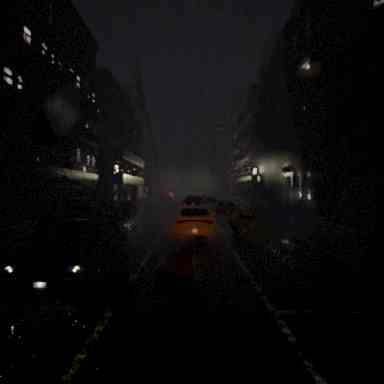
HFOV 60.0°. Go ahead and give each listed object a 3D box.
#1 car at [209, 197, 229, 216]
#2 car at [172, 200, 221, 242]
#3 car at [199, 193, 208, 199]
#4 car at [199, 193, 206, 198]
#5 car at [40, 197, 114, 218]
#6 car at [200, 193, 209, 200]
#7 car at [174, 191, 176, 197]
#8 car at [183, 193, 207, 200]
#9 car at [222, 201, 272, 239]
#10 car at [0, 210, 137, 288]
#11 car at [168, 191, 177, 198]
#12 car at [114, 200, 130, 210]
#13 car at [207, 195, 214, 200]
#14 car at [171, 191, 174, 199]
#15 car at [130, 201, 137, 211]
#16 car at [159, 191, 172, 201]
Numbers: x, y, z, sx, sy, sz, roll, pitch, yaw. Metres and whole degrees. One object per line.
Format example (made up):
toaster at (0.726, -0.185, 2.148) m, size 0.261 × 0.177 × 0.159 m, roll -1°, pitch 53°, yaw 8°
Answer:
car at (2.712, 1.346, 27.613) m, size 1.887 × 1.381 × 4.507 m, roll 0°, pitch 0°, yaw 0°
car at (0.111, 1.365, 15.632) m, size 1.882 × 1.535 × 5.008 m, roll 0°, pitch 0°, yaw 0°
car at (2.752, 0.998, 78.338) m, size 1.947 × 1.339 × 4.313 m, roll 0°, pitch 0°, yaw 0°
car at (2.761, 0.931, 89.610) m, size 1.802 × 1.307 × 4.206 m, roll 0°, pitch 0°, yaw 0°
car at (-5.676, 1.197, 16.350) m, size 2.192 × 1.841 × 5.009 m, roll 0°, pitch 0°, yaw 0°
car at (2.748, 0.998, 72.871) m, size 1.752 × 1.417 × 4.829 m, roll 0°, pitch 0°, yaw 0°
car at (-5.624, 0.935, 83.984) m, size 1.887 × 1.381 × 4.507 m, roll 0°, pitch 0°, yaw 0°
car at (0.124, 1.115, 32.946) m, size 2.097 × 1.767 × 4.553 m, roll 0°, pitch 0°, yaw 0°
car at (2.703, 1.407, 16.511) m, size 1.752 × 1.417 × 4.829 m, roll 0°, pitch 0°, yaw 0°
car at (-3.093, 1.479, 9.417) m, size 2.033 × 1.411 × 5.357 m, roll 0°, pitch 0°, yaw 0°
car at (-5.615, 0.622, 95.255) m, size 2.192 × 1.841 × 5.009 m, roll 0°, pitch 0°, yaw 0°
car at (-5.673, 1.282, 21.986) m, size 1.967 × 1.590 × 4.097 m, roll 0°, pitch 0°, yaw 0°
car at (2.730, 1.189, 50.157) m, size 2.008 × 1.369 × 4.403 m, roll 0°, pitch 0°, yaw 0°
car at (-5.634, 1.024, 72.712) m, size 2.008 × 1.369 × 4.403 m, roll 0°, pitch 0°, yaw 0°
car at (-5.669, 1.346, 27.624) m, size 1.887 × 1.381 × 4.507 m, roll 0°, pitch 0°, yaw 0°
car at (-5.638, 1.065, 67.075) m, size 2.008 × 1.369 × 4.403 m, roll 0°, pitch 0°, yaw 0°
